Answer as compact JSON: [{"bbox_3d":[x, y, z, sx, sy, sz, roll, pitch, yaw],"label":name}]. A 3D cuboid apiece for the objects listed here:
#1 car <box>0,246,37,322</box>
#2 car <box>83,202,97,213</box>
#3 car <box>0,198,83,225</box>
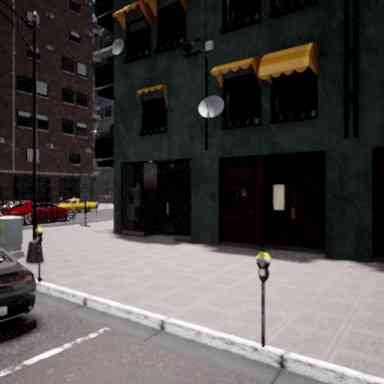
[{"bbox_3d":[-4.628,1.547,6.186,4.403,1.369,2.008,0,0,36],"label":"car"},{"bbox_3d":[-11.067,1.231,30.630,1.752,1.417,4.829,1,1,35],"label":"car"},{"bbox_3d":[-10.002,1.322,22.143,1.812,1.442,4.674,0,1,34],"label":"car"}]
